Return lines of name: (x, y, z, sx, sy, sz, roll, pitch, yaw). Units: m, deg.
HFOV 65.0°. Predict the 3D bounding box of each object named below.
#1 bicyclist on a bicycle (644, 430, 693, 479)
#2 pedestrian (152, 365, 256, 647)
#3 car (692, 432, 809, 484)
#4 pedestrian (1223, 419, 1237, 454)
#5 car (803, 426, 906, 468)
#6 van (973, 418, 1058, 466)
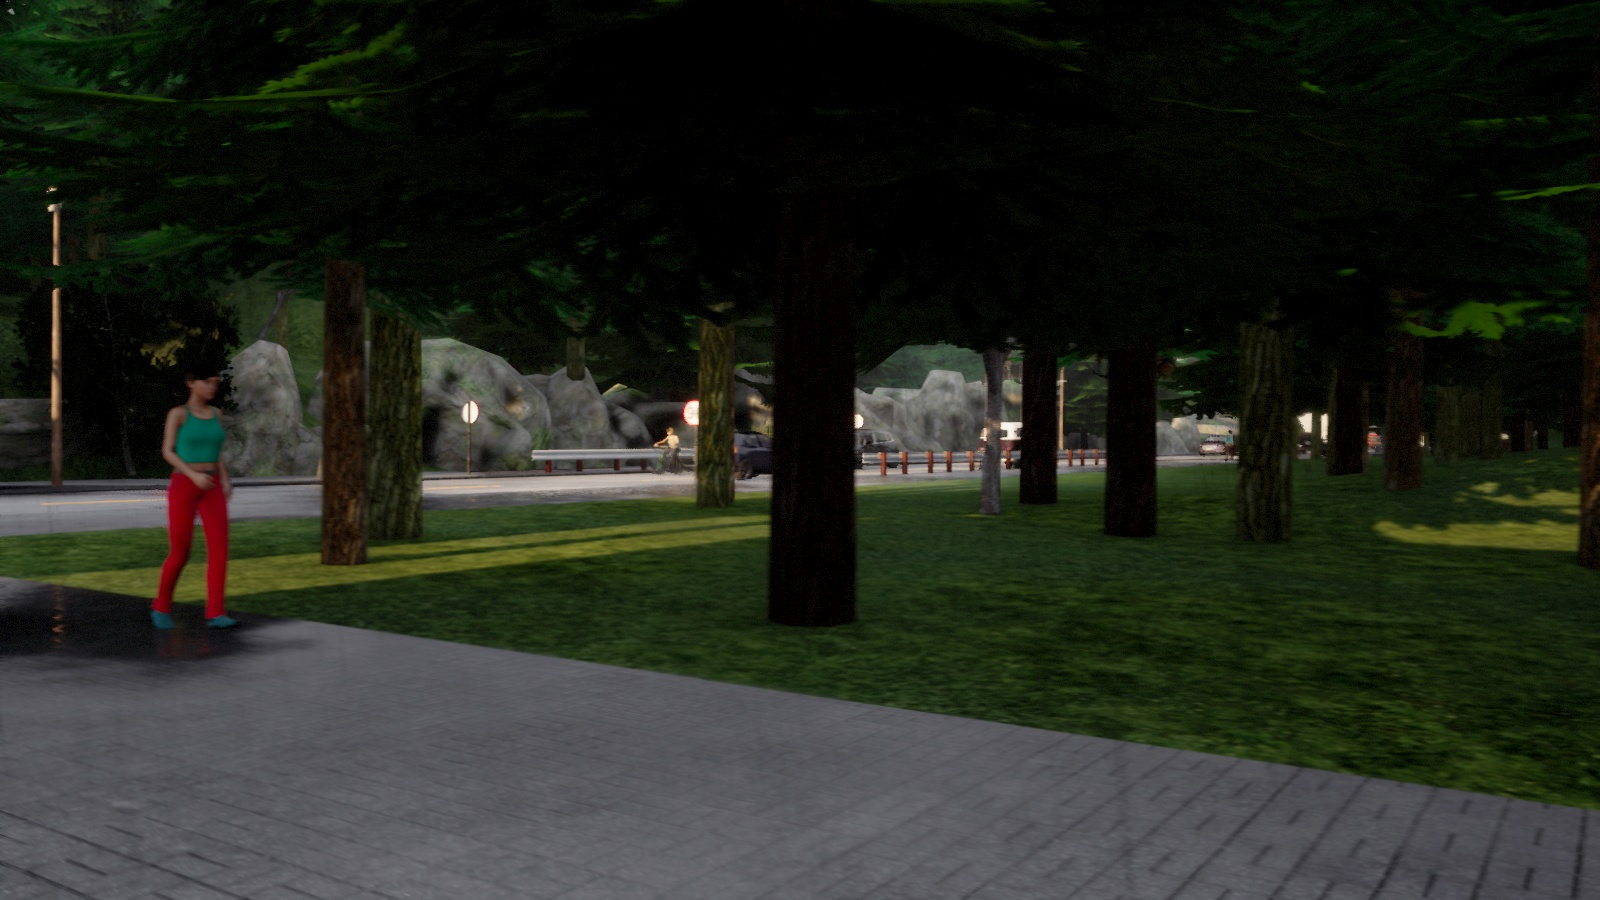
bicyclist on a bicycle: (-4.396, 0.134, 42.062, 0.866, 1.612, 1.509, 0, 1, 34)
pedestrian: (-4.020, 0.362, 8.473, 0.594, 1.836, 0.345, 0, 1, 33)
car: (-1.500, 0.225, 39.193, 1.845, 1.501, 3.633, 0, 1, 33)
pedestrian: (23.876, -0.727, 69.735, 0.692, 1.930, 0.396, -1, 1, -40)
car: (2.311, -0.159, 52.298, 2.242, 1.667, 4.611, 0, 1, 33)
van: (9.700, -0.396, 56.256, 2.069, 2.038, 4.480, 0, 2, 33)
